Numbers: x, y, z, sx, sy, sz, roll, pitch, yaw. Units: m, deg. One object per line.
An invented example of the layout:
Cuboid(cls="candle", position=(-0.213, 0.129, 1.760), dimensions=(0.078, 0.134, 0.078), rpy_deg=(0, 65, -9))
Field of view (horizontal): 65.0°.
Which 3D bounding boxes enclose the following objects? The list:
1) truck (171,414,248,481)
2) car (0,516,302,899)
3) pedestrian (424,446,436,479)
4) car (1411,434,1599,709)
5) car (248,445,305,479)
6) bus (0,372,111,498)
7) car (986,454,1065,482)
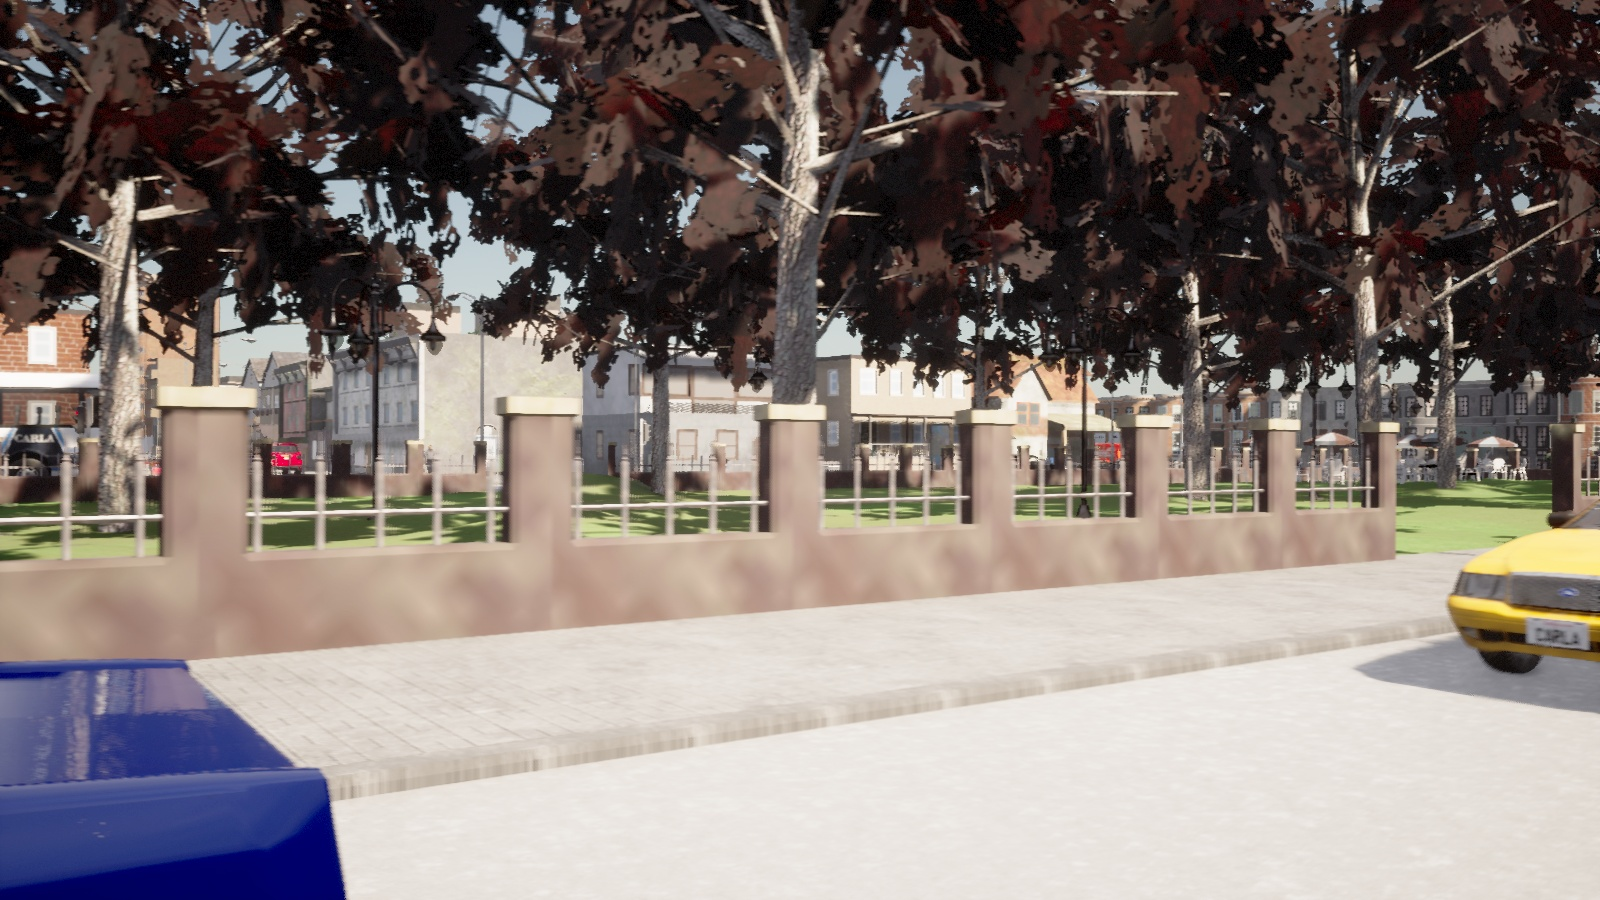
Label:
Cuboid(cls="truck", position=(-35.757, -0.147, 75.899), dimensions=(2.891, 3.827, 8.468), rpy_deg=(0, 0, -34))
Cuboid(cls="car", position=(-3.446, 0.856, 1.872), dimensions=(4.718, 1.301, 1.895), rpy_deg=(0, 0, -35))
Cuboid(cls="pedestrian", position=(-20.689, 0.688, 70.199), dimensions=(0.540, 1.848, 0.694), rpy_deg=(0, 0, -24))
Cuboid(cls="car", position=(6.665, 0.700, 8.904), dimensions=(5.366, 1.575, 1.801), rpy_deg=(0, 0, -35))
Cuboid(cls="car", position=(-32.897, 0.739, 78.797), dimensions=(2.150, 2.045, 5.566), rpy_deg=(0, 0, -35))
Cuboid(cls="bus", position=(-29.706, -0.463, 43.261), dimensions=(10.273, 4.253, 3.944), rpy_deg=(-1, 0, -31))
Cuboid(cls="car", position=(12.206, 0.938, 67.925), dimensions=(4.193, 1.474, 1.816), rpy_deg=(0, 0, -35))
